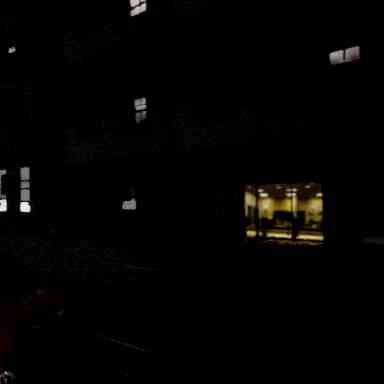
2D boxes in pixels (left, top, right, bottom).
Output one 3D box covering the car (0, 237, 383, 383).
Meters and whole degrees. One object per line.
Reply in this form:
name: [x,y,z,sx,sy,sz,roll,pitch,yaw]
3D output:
car: [0.330,1.315,2.662,5.009,1.841,2.192,0,-1,36]
